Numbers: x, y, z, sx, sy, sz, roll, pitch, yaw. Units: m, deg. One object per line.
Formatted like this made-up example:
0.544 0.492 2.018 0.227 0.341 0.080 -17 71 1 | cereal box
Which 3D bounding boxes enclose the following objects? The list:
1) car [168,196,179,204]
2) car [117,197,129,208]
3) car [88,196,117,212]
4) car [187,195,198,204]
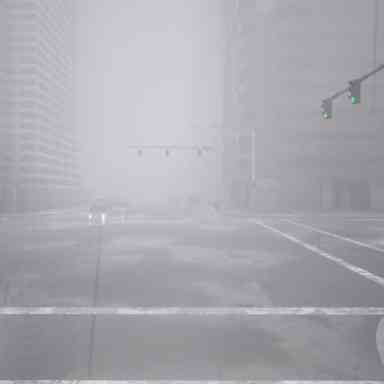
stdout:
-3.529 1.492 63.182 2.128 1.511 4.902 0 0 0 | car
-10.611 1.526 49.643 1.812 1.442 4.674 0 0 0 | car
-10.617 1.505 39.384 1.837 1.490 4.892 0 0 0 | car
0.074 1.352 63.510 2.097 1.767 4.553 0 0 0 | car
